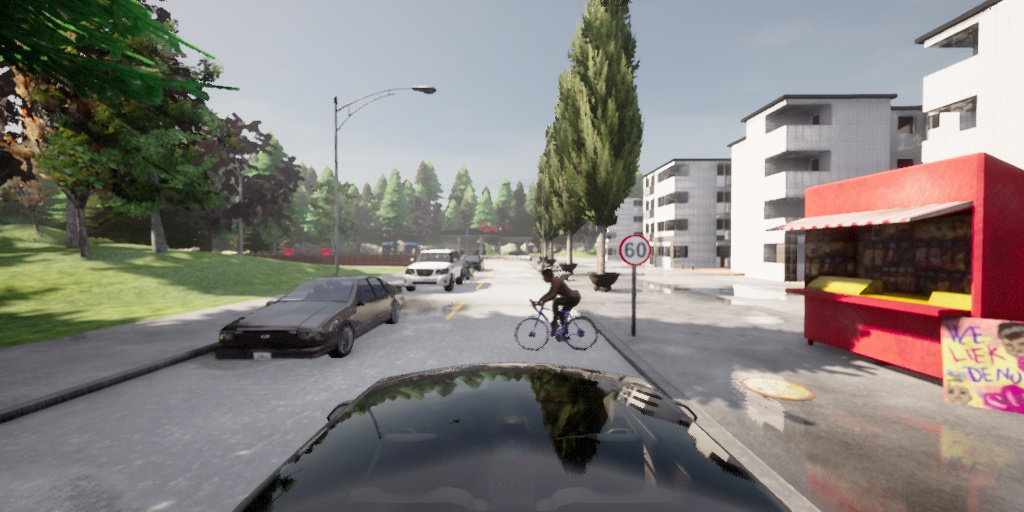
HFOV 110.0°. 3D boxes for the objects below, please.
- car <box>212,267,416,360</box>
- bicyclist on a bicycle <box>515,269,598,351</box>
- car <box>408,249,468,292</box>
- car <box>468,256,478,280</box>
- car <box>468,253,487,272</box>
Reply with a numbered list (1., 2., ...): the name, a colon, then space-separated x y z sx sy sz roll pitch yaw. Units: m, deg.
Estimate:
1. car: -4.055 1.180 8.439 2.033 1.411 5.357 0 1 -1
2. bicyclist on a bicycle: 0.875 1.078 7.073 1.656 1.620 0.582 -1 1 0
3. car: -3.949 0.661 19.012 2.150 2.045 5.566 0 1 0
4. car: -3.797 0.898 25.110 1.994 1.385 4.181 0 1 1
5. car: -3.731 0.651 34.058 1.882 1.535 5.008 0 2 1
